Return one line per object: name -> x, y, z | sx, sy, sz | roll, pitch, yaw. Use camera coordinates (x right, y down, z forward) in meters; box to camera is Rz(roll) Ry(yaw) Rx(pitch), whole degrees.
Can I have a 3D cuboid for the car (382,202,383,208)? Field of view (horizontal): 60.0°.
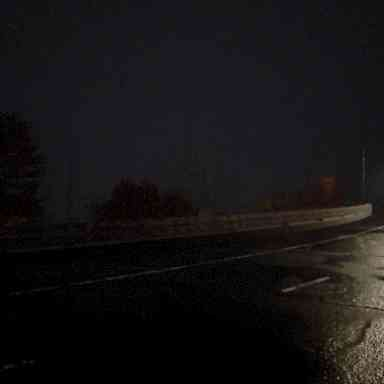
car -> 35.762, 2.192, 60.165 | 1.812, 1.442, 4.674 | 0, 0, 18
